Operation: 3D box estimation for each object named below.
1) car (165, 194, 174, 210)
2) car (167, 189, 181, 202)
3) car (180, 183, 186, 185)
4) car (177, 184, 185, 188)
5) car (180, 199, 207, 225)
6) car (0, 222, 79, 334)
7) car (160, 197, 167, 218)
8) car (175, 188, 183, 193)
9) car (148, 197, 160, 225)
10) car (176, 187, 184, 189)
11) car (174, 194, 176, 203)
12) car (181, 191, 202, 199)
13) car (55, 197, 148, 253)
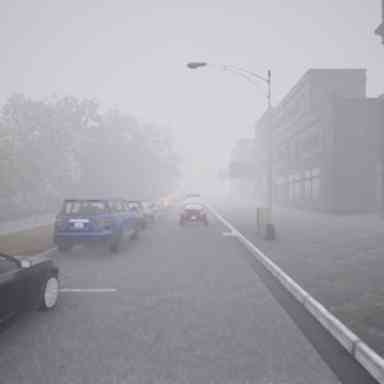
[{"bbox_3d":[-3.633,1.381,38.215,1.946,1.575,5.366,0,1,2],"label":"car"},{"bbox_3d":[-3.611,0.965,57.607,2.185,1.767,4.553,2,2,2],"label":"car"},{"bbox_3d":[-3.628,-0.746,91.028,2.185,1.767,4.553,0,4,2],"label":"car"},{"bbox_3d":[-3.629,-0.391,85.468,2.185,1.767,4.553,0,4,2],"label":"car"},{"bbox_3d":[0.105,1.478,23.623,1.812,1.442,4.674,0,0,0],"label":"car"},{"bbox_3d":[-3.650,1.492,4.756,2.097,1.535,5.008,0,0,2],"label":"car"},{"bbox_3d":[-3.654,1.484,26.967,2.163,1.488,4.792,-1,1,2],"label":"car"},{"bbox_3d":[-3.610,0.668,68.625,1.946,1.575,5.366,1,3,2],"label":"car"},{"bbox_3d":[-3.646,1.320,21.363,2.185,1.767,4.553,0,1,2],"label":"car"},{"bbox_3d":[-3.612,0.403,74.358,2.231,1.521,4.892,1,3,2],"label":"car"},{"bbox_3d":[-3.638,1.389,44.351,2.002,1.452,4.674,0,0,2],"label":"car"},{"bbox_3d":[0.110,1.110,41.219,2.150,2.045,5.566,0,0,0],"label":"car"},{"bbox_3d":[-3.646,1.205,13.709,2.435,2.045,5.566,0,0,2],"label":"car"}]
